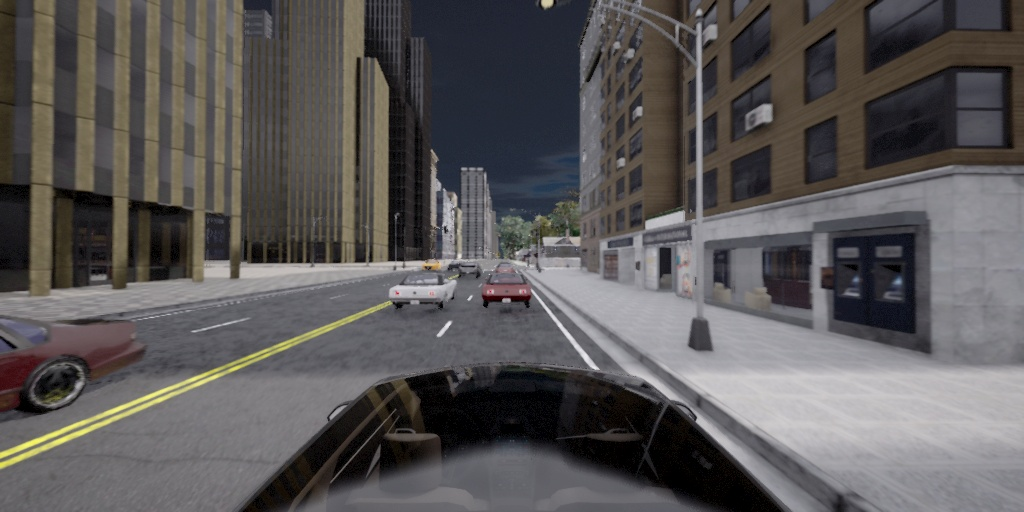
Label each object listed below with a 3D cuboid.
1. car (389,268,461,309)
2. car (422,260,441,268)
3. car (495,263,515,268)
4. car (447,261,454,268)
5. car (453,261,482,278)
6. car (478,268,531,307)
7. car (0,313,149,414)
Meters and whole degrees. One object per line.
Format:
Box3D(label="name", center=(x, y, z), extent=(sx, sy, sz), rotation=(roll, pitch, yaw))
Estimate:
Box3D(label="car", center=(-3.478, 1.358, 14.918), extent=(1.895, 1.301, 4.718), rotation=(0, 0, -1))
Box3D(label="car", center=(-10.795, 1.245, 48.401), extent=(1.882, 1.535, 5.008), rotation=(0, 0, -1))
Box3D(label="car", center=(-0.663, 1.339, 35.076), extent=(1.994, 1.385, 4.181), rotation=(0, 0, -1))
Box3D(label="car", center=(-7.547, 1.324, 48.527), extent=(2.033, 1.411, 5.357), rotation=(0, 0, -1))
Box3D(label="car", center=(-3.880, 1.259, 33.693), extent=(2.128, 1.511, 4.902), rotation=(0, 0, -1))
Box3D(label="car", center=(-0.244, 1.366, 15.592), extent=(1.895, 1.301, 4.718), rotation=(0, 0, -1))
Box3D(label="car", center=(-6.678, 1.284, 3.259), extent=(2.033, 1.411, 5.357), rotation=(0, 0, -1))
